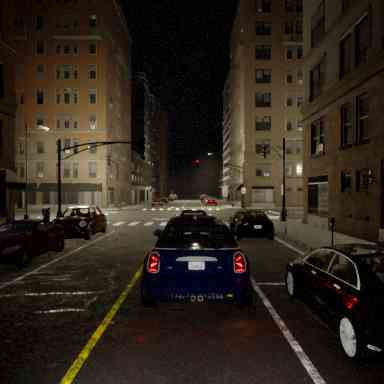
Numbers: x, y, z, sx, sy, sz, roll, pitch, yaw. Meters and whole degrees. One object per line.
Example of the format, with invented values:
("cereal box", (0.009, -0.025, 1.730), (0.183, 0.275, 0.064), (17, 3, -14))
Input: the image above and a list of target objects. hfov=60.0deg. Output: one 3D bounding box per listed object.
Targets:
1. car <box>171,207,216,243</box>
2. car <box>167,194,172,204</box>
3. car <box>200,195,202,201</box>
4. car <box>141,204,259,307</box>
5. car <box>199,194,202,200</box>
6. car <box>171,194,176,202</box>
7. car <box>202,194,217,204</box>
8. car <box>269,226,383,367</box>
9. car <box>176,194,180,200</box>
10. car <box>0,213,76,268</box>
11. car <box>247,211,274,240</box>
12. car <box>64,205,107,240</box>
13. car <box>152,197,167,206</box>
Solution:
("car", (0.084, 1.564, 16.714), (1.994, 1.385, 4.181), (0, 0, 0))
("car", (-5.460, 1.606, 64.584), (2.008, 1.369, 4.403), (0, 0, 0))
("car", (3.065, 1.607, 64.551), (2.008, 1.369, 4.403), (0, 0, 0))
("car", (0.097, 1.352, 8.131), (2.097, 1.767, 4.553), (0, 0, 0))
("car", (3.109, 1.524, 75.369), (1.967, 1.590, 4.097), (0, 0, 0))
("car", (-5.393, 1.626, 80.640), (1.752, 1.417, 4.829), (0, 0, 0))
("car", (3.018, 1.476, 53.734), (1.967, 1.590, 4.097), (0, 0, 0))
("car", (2.867, 1.551, 5.641), (2.008, 1.369, 4.403), (0, 0, 0))
("car", (-5.347, 1.457, 91.627), (2.192, 1.841, 5.009), (0, 0, 0))
("car", (-5.645, 1.582, 11.163), (1.802, 1.307, 4.206), (0, 0, 0))
("car", (2.894, 1.567, 16.644), (1.947, 1.339, 4.313), (0, 0, 0))
("car", (-5.631, 1.441, 16.665), (1.967, 1.590, 4.097), (0, 0, 0))
("car", (-5.507, 1.618, 53.767), (1.802, 1.307, 4.206), (0, 0, 0))
